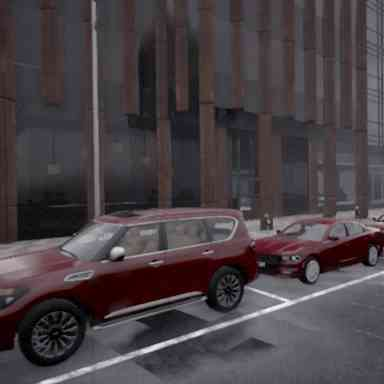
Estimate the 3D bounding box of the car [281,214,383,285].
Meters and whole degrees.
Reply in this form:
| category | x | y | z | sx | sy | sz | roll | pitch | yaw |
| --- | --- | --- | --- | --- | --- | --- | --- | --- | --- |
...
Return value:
| category | x | y | z | sx | sy | sz | roll | pitch | yaw |
| --- | --- | --- | --- | --- | --- | --- | --- | --- | --- |
| car | 3.457 | 1.404 | 9.108 | 4.507 | 1.381 | 1.887 | -1 | 1 | -35 |

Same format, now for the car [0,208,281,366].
| category | x | y | z | sx | sy | sz | roll | pitch | yaw |
| --- | --- | --- | --- | --- | --- | --- | --- | --- | --- |
| car | -0.991 | 1.270 | 5.940 | 5.009 | 1.841 | 2.192 | -1 | 1 | -35 |
